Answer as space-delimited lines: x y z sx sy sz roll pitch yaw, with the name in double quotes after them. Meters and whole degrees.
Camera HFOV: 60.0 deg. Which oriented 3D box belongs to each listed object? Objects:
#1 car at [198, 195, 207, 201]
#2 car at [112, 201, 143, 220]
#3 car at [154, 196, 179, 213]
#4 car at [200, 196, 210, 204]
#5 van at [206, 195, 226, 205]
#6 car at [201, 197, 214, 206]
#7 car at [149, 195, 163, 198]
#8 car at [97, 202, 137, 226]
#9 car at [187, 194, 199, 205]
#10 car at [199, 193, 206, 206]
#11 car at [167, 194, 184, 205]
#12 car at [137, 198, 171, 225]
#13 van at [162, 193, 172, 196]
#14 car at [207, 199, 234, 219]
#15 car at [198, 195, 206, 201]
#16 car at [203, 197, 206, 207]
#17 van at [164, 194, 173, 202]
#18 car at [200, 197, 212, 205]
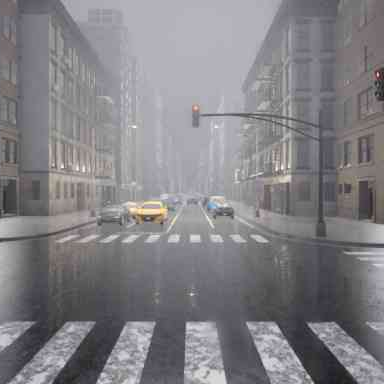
2.601 1.539 82.907 1.887 1.381 4.507 0 0 0 "car"
-5.414 1.523 28.668 1.752 1.417 4.829 0 0 0 "car"
-2.868 1.544 37.755 2.033 1.411 5.357 0 0 0 "car"
2.607 1.521 66.857 1.752 1.417 4.829 0 0 0 "car"
2.619 1.338 34.251 1.690 1.788 3.998 0 0 0 "van"
2.611 1.561 55.876 1.947 1.339 4.313 0 0 0 "car"
-5.439 1.436 45.057 1.967 1.590 4.097 0 0 0 "car"
-5.405 1.549 23.432 2.008 1.369 4.403 0 0 0 "car"
0.063 1.500 57.005 1.837 1.490 4.892 0 0 0 "car"
2.613 1.311 50.469 2.192 1.841 5.009 0 0 0 "car"
-2.803 1.560 56.741 1.994 1.385 4.181 0 0 0 "car"
-2.868 1.475 24.347 1.882 1.535 5.008 0 0 0 "car"
-5.472 1.336 66.681 1.690 1.788 3.998 0 0 0 "van"
2.621 1.548 28.844 2.008 1.369 4.403 0 0 0 "car"
2.599 1.560 88.313 1.947 1.339 4.313 0 0 0 "car"
2.617 1.578 39.657 1.802 1.307 4.206 0 0 0 "car"
-5.489 1.336 77.494 1.690 1.788 3.998 0 0 0 "van"
2.609 1.546 61.282 2.008 1.369 4.403 0 0 0 "car"
